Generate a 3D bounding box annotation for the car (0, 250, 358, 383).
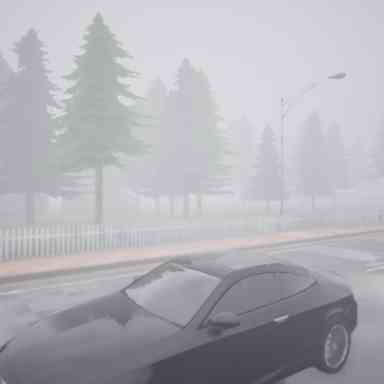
[{"bbox_3d":[0.244,1.537,4.147,4.674,1.442,1.812,0,0,-35],"label":"car"}]
